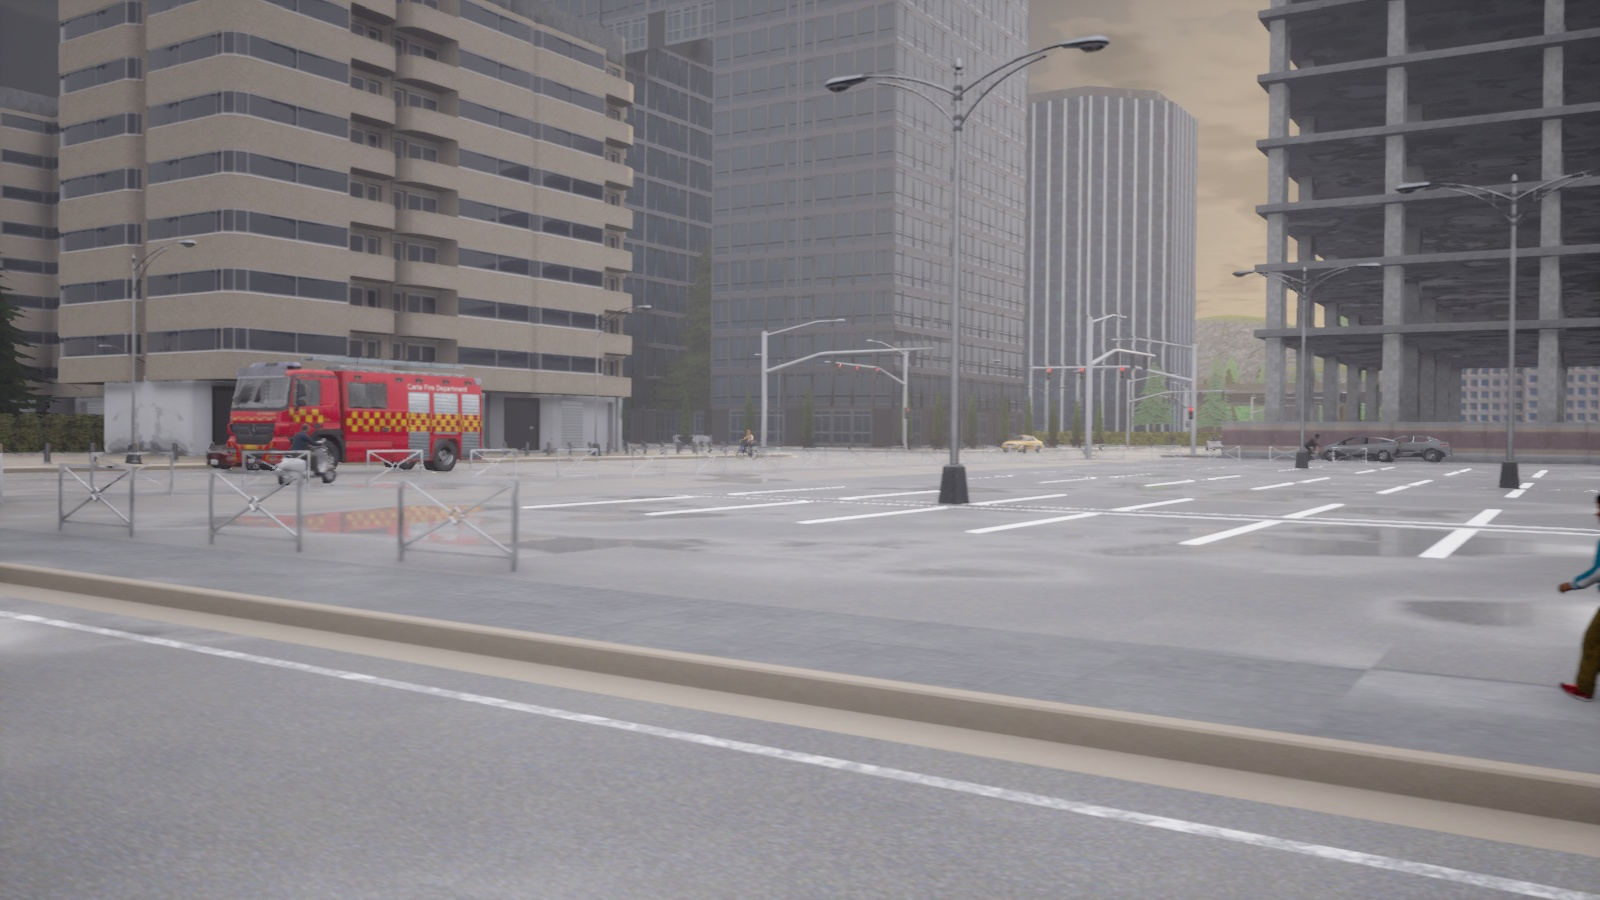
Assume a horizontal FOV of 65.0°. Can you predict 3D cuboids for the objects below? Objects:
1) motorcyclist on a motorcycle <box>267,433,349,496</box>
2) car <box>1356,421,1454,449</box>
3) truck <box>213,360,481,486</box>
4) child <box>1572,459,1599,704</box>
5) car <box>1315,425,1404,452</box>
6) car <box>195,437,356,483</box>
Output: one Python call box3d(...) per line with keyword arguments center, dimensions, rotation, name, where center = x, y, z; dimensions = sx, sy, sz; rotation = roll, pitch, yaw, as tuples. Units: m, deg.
box3d(center=(-12.793, 0.355, 32.689), dimensions=(0.866, 1.590, 1.817), rotation=(0, 1, 32), name="motorcyclist on a motorcycle")
box3d(center=(35.982, -0.891, 74.710), dimensions=(5.027, 1.651, 2.152), rotation=(0, 1, 32), name="car")
box3d(center=(-14.988, -0.876, 42.402), dimensions=(2.891, 3.827, 8.468), rotation=(0, 1, 32), name="truck")
box3d(center=(4.113, 0.648, 6.182), dimensions=(0.343, 1.192, 0.448), rotation=(-1, 1, -42), name="child")
box3d(center=(32.428, -0.664, 72.796), dimensions=(4.514, 1.525, 2.007), rotation=(0, 1, 32), name="car")
box3d(center=(-18.220, 0.298, 43.832), dimensions=(2.163, 1.488, 4.792), rotation=(0, 1, 32), name="car")
